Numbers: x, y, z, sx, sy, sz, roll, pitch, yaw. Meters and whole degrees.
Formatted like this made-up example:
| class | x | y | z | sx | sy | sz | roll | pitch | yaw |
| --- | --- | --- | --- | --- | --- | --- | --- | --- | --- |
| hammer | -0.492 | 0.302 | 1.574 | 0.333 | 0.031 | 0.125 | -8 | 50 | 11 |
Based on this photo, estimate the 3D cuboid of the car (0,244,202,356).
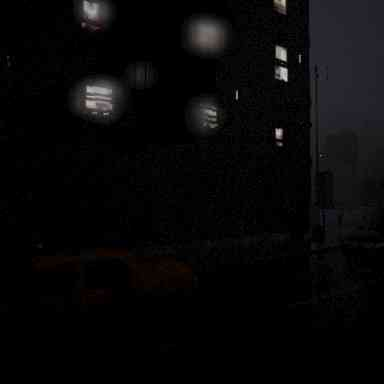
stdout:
| class | x | y | z | sx | sy | sz | roll | pitch | yaw |
| --- | --- | --- | --- | --- | --- | --- | --- | --- | --- |
| car | -2.108 | 1.524 | 5.073 | 4.829 | 1.417 | 1.752 | 0 | -1 | -35 |

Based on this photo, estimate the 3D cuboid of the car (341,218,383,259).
| class | x | y | z | sx | sy | sz | roll | pitch | yaw |
| --- | --- | --- | --- | --- | --- | --- | --- | --- | --- |
| car | 6.964 | 1.576 | 11.662 | 4.206 | 1.307 | 1.802 | 0 | -1 | -35 |
